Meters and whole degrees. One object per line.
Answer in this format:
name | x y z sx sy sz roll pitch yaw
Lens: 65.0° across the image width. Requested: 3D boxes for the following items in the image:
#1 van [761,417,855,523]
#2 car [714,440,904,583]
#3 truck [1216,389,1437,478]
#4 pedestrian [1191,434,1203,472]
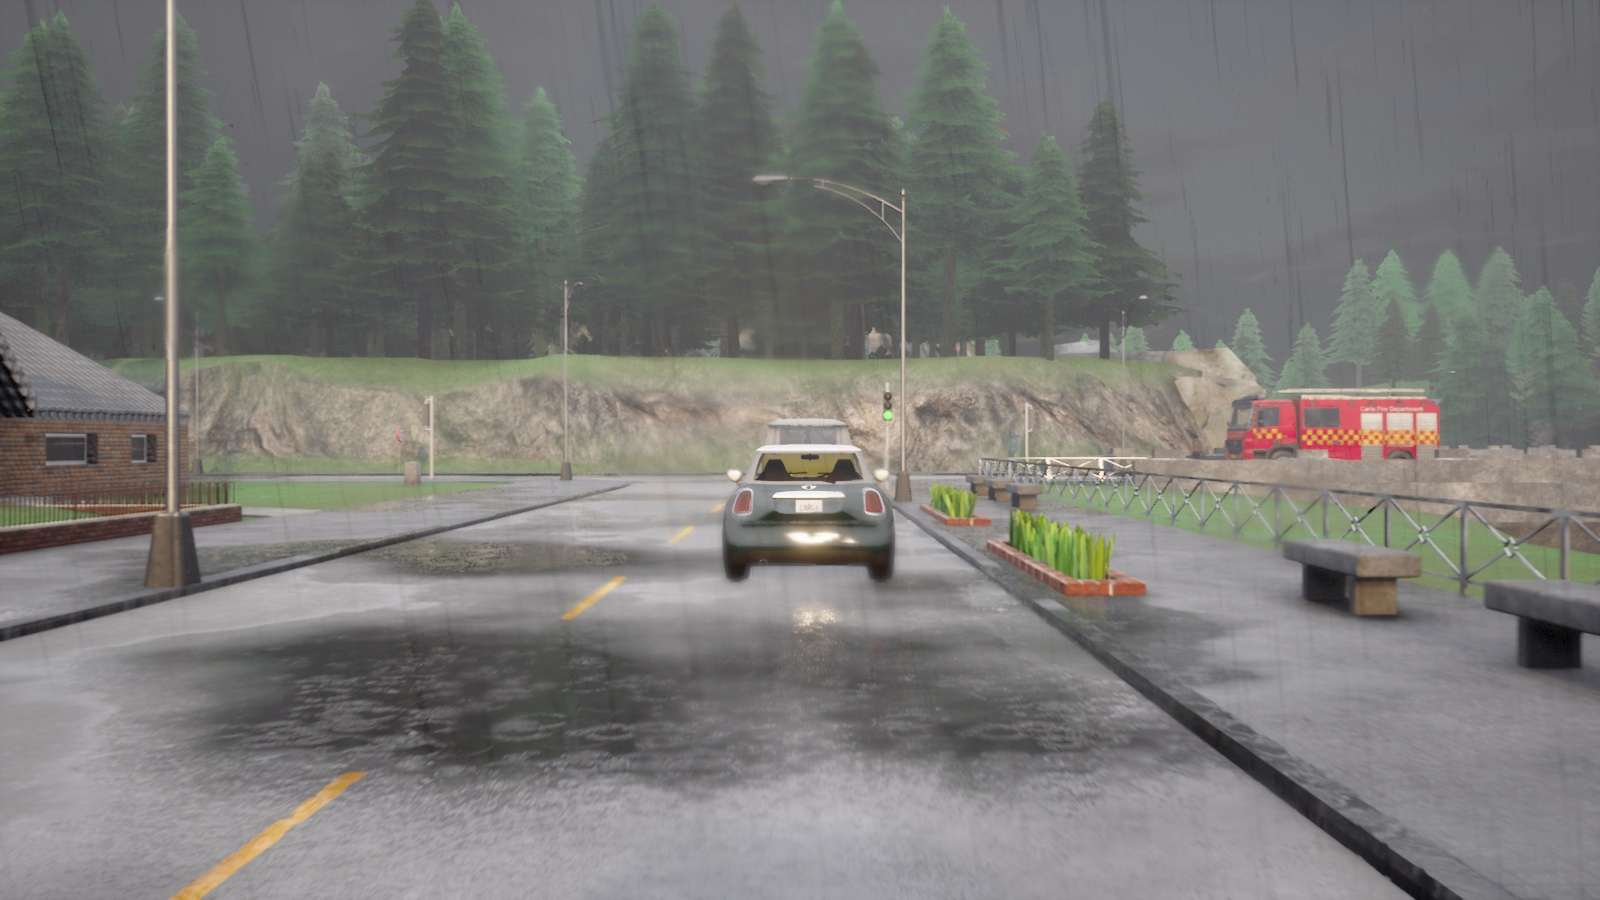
van | 0.164 0.354 25.773 1.775 1.987 4.442 0 0 0
car | 0.101 0.628 14.935 1.970 1.475 3.806 0 0 0
truck | 22.933 -0.710 55.050 8.468 3.827 2.891 0 0 0
pedestrian | 18.816 0.136 59.565 0.328 1.805 0.869 0 0 3
